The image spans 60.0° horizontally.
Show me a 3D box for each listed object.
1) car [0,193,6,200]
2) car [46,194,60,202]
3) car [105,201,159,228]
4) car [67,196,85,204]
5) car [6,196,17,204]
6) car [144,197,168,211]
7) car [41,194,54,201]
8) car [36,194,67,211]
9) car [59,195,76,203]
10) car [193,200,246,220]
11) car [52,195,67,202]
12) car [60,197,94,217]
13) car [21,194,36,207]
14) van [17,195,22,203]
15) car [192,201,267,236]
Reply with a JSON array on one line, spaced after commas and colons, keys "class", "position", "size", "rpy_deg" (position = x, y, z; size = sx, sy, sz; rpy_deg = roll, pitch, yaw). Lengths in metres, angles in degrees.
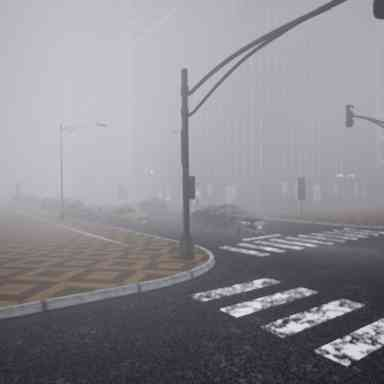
[{"class": "car", "position": [-46.438, 1.434, 81.503], "size": [1.887, 1.381, 4.507], "rpy_deg": [-1, 1, -36]}, {"class": "car", "position": [-30.323, 1.227, 72.541], "size": [1.967, 1.590, 4.097], "rpy_deg": [-1, 1, -36]}, {"class": "car", "position": [-4.364, 1.536, 22.569], "size": [1.752, 1.417, 4.829], "rpy_deg": [-1, 1, -36]}, {"class": "car", "position": [-20.612, 1.359, 58.991], "size": [1.887, 1.381, 4.507], "rpy_deg": [-1, 1, -36]}, {"class": "car", "position": [-33.490, 1.478, 63.435], "size": [2.008, 1.369, 4.403], "rpy_deg": [-1, 1, -36]}, {"class": "car", "position": [-4.382, 1.299, 36.441], "size": [1.967, 1.590, 4.097], "rpy_deg": [-1, 1, -36]}, {"class": "car", "position": [-33.659, 1.302, 77.197], "size": [1.752, 1.417, 4.829], "rpy_deg": [-1, 1, -36]}, {"class": "car", "position": [-17.307, 1.413, 40.850], "size": [1.967, 1.590, 4.097], "rpy_deg": [-1, 1, -36]}, {"class": "car", "position": [-23.849, 1.356, 63.508], "size": [2.008, 1.369, 4.403], "rpy_deg": [-1, 1, -36]}, {"class": "car", "position": [2.152, 1.425, 27.448], "size": [2.008, 1.369, 4.403], "rpy_deg": [-1, 1, -36]}, {"class": "car", "position": [-27.085, 1.378, 68.025], "size": [1.802, 1.307, 4.206], "rpy_deg": [-1, 1, -36]}, {"class": "car", "position": [-10.782, 1.517, 31.646], "size": [1.752, 1.417, 4.829], "rpy_deg": [-1, 1, -36]}, {"class": "car", "position": [-23.781, 1.395, 49.884], "size": [1.967, 1.590, 4.097], "rpy_deg": [-1, 1, -36]}, {"class": "van", "position": [-27.019, 1.287, 54.400], "size": [1.690, 1.788, 3.998], "rpy_deg": [-1, 1, -36]}, {"class": "car", "position": [1.930, 1.473, 18.412], "size": [2.128, 1.511, 4.902], "rpy_deg": [-1, 1, -36]}]
